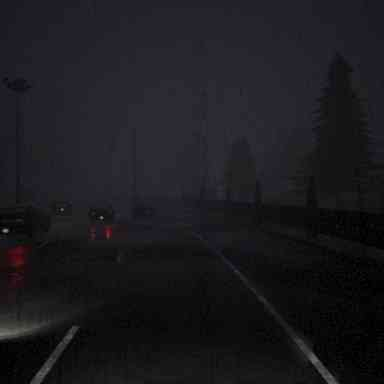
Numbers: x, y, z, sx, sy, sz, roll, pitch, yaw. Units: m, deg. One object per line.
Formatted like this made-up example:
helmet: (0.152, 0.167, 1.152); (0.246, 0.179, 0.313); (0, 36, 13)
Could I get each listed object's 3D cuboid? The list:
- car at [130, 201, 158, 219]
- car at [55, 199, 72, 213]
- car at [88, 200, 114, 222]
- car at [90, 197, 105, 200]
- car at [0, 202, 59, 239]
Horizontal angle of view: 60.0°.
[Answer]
car: (-4.279, 1.501, 29.155); (1.882, 1.535, 5.008); (0, 0, -16)
car: (-14.267, 1.534, 36.588); (1.837, 1.490, 4.892); (0, 0, -21)
car: (-7.284, 1.614, 26.816); (1.895, 1.301, 4.718); (0, 0, -15)
car: (-15.637, 1.572, 55.266); (1.837, 1.490, 4.892); (0, -1, -30)
car: (-8.727, 1.510, 17.254); (2.128, 1.511, 4.902); (0, 0, -10)
